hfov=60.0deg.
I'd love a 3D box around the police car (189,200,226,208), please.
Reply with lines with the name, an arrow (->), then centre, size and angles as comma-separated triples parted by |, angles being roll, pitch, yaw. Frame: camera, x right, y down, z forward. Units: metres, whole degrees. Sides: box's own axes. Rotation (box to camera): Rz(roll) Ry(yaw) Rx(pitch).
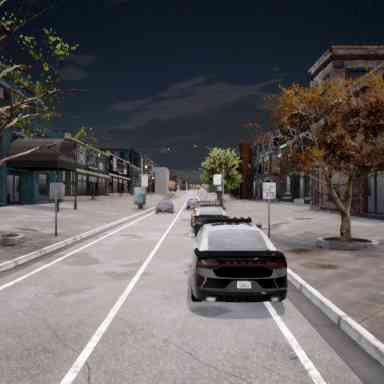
police car -> 0.969, 1.462, 18.465 | 1.930, 1.638, 5.238 | 0, 0, 0

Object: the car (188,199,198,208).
car -> 0.991, 1.400, 24.325 | 2.097, 1.767, 4.553 | 0, 0, 0

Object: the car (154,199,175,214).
car -> -2.865, 1.578, 35.697 | 1.837, 1.490, 4.892 | 0, 0, 0

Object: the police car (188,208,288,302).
police car -> 0.931, 1.441, 8.465 | 1.930, 1.638, 5.238 | 0, 0, 0
